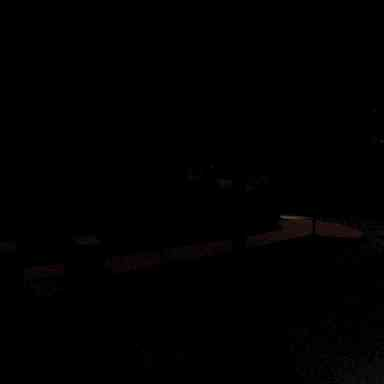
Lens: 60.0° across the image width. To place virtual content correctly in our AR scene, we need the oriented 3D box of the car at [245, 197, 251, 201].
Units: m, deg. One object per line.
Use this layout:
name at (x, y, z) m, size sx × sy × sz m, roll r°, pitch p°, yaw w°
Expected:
car at (4.529, 1.195, 29.834) m, size 4.553 × 1.767 × 2.097 m, roll 0°, pitch 0°, yaw 42°
